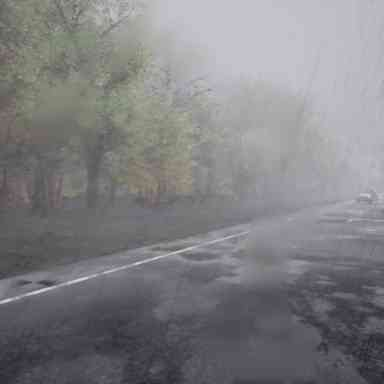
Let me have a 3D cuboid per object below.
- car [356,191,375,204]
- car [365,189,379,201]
[{"bbox_3d":[25.971,0.946,50.006,1.812,1.442,4.674,1,1,33],"label":"car"},{"bbox_3d":[33.165,0.522,61.636,2.150,2.045,5.566,1,1,32],"label":"car"}]
